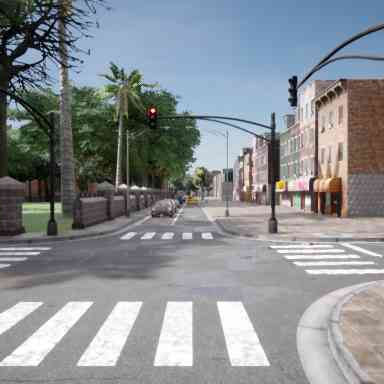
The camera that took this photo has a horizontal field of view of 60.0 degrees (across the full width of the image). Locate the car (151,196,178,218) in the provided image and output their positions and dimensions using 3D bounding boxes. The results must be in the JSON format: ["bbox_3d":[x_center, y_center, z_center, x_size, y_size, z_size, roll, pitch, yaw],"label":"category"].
[{"bbox_3d":[-2.627,1.480,30.626,1.967,1.590,4.097,0,0,0],"label":"car"}]

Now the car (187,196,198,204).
[{"bbox_3d":[0.128,1.686,68.865,2.128,1.511,4.902,0,0,0],"label":"car"}]

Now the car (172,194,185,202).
[{"bbox_3d":[-2.949,1.398,64.262,2.150,2.045,5.566,0,0,0],"label":"car"}]

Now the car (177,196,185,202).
[{"bbox_3d":[-2.603,1.814,81.823,1.887,1.381,4.507,0,0,0],"label":"car"}]

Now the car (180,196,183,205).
[{"bbox_3d":[-2.619,1.677,47.692,1.802,1.307,4.206,0,0,0],"label":"car"}]

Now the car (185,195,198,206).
[{"bbox_3d":[0.130,1.624,59.511,1.882,1.535,5.008,0,0,0],"label":"car"}]

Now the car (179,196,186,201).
[{"bbox_3d":[-2.598,1.909,93.200,1.947,1.339,4.313,-1,0,0],"label":"car"}]

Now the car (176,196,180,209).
[{"bbox_3d":[-2.623,1.496,36.314,1.967,1.590,4.097,0,0,0],"label":"car"}]

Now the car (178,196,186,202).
[{"bbox_3d":[-2.601,1.856,87.512,2.008,1.369,4.403,-1,0,0],"label":"car"}]

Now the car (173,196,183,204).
[{"bbox_3d":[-2.985,1.711,71.231,1.837,1.490,4.892,0,0,0],"label":"car"}]
